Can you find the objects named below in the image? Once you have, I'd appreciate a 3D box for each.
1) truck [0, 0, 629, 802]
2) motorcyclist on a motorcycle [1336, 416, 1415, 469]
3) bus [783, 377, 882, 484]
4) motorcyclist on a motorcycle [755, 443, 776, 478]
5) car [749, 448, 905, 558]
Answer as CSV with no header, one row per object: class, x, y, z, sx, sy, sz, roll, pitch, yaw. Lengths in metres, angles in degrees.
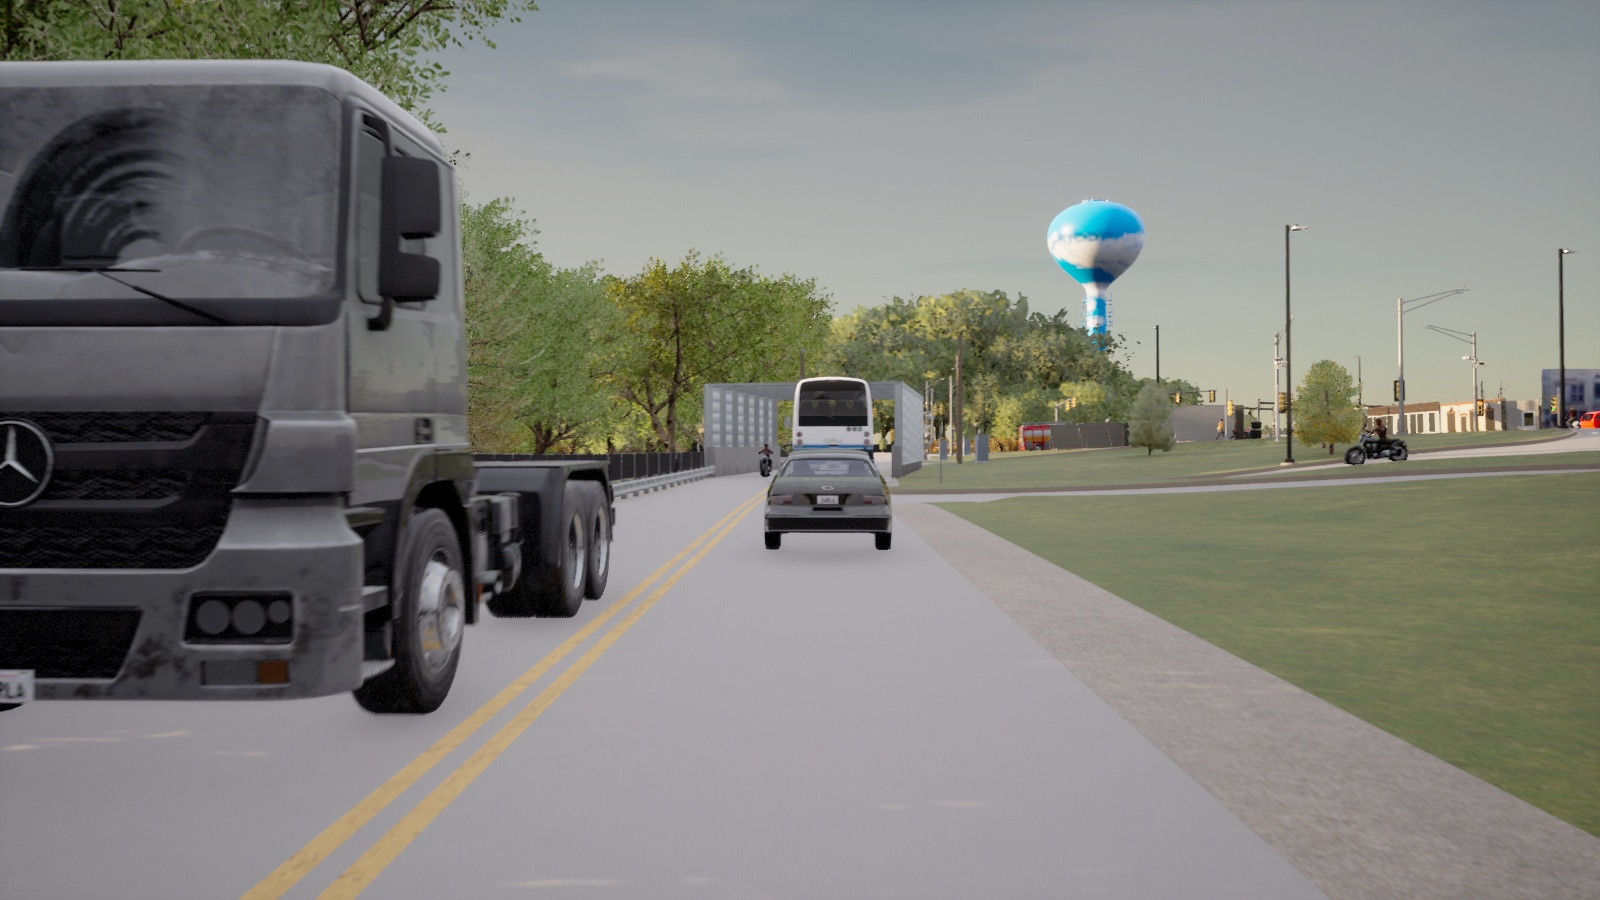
truck,-3.326,-0.287,9.217,2.891,3.462,7.936,0,0,1
motorcyclist on a motorcycle,20.112,-0.251,43.920,2.350,1.649,0.766,-5,0,-8
bus,1.326,-0.814,55.332,3.944,4.253,10.273,0,0,0
motorcyclist on a motorcycle,-1.649,0.495,59.713,0.766,1.649,2.350,0,0,4
car,0.429,0.692,19.141,2.033,1.411,5.357,0,0,2
